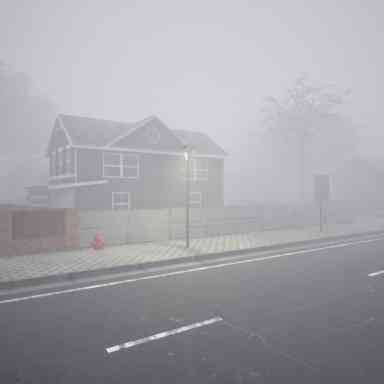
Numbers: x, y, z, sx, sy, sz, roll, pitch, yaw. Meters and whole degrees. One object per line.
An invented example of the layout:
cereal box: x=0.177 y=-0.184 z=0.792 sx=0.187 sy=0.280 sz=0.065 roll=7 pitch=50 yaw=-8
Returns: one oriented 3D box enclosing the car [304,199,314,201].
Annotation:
car: x=12.896 y=1.523 z=34.305 sx=2.128 sy=1.511 sz=4.902 roll=0 pitch=0 yaw=-35
